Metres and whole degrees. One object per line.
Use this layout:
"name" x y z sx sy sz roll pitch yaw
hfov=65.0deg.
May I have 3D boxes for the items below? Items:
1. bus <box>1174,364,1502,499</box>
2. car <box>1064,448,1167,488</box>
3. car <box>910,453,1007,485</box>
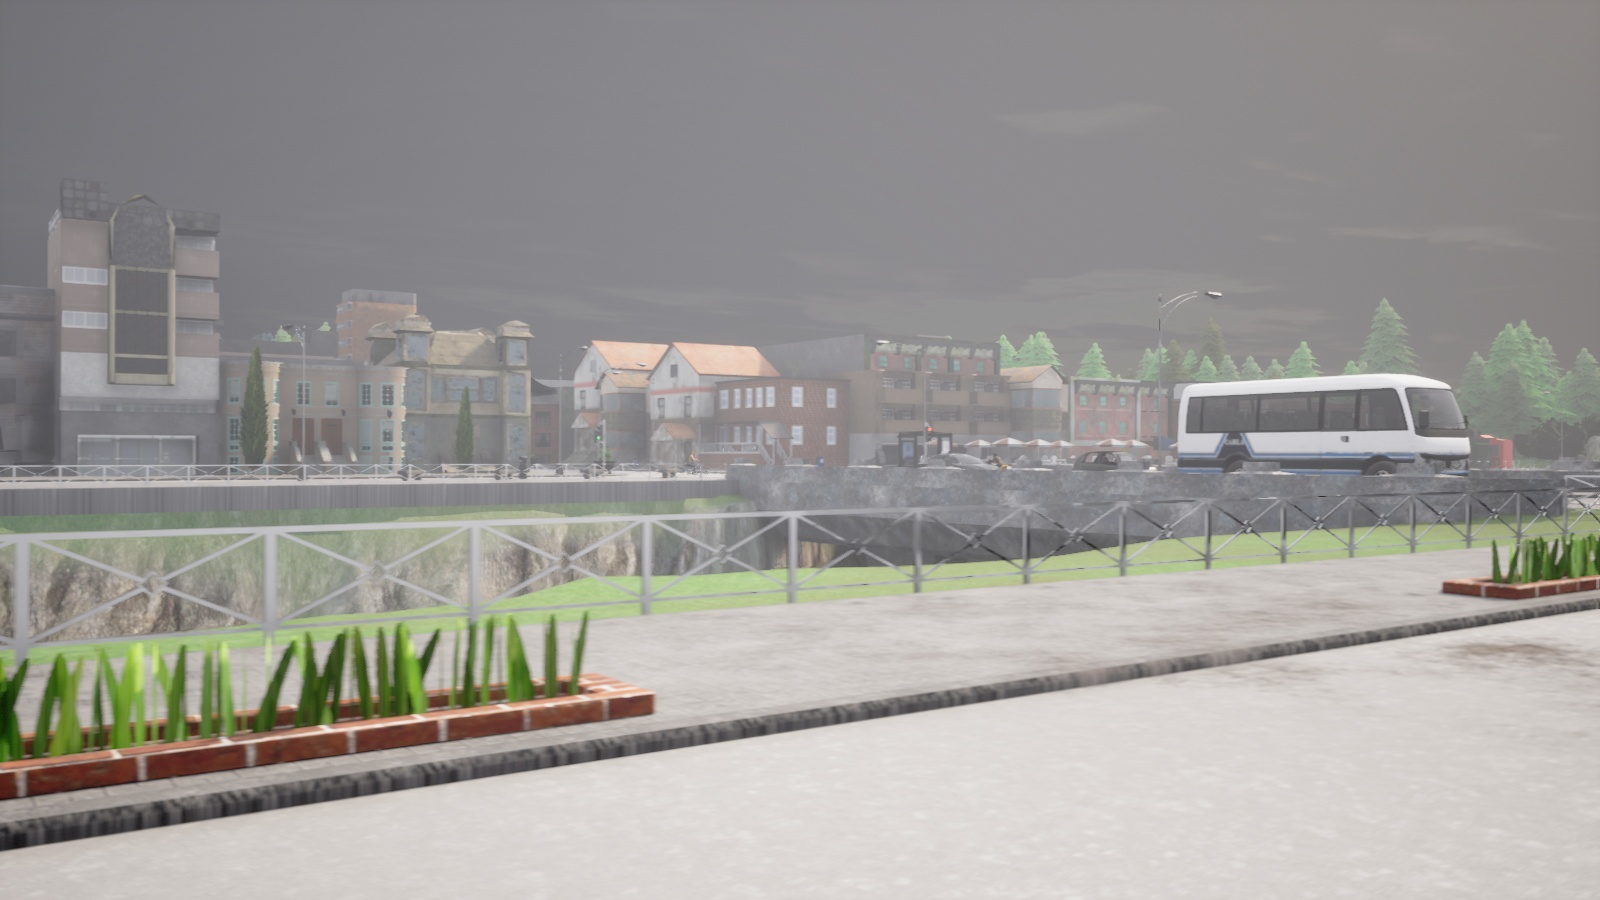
"bus" 18.765 -0.562 44.759 3.944 4.253 10.273 0 0 -33
"car" 13.202 0.744 52.691 1.851 1.617 3.988 0 0 -33
"car" 7.595 0.882 60.600 1.837 1.490 4.892 0 0 -36
